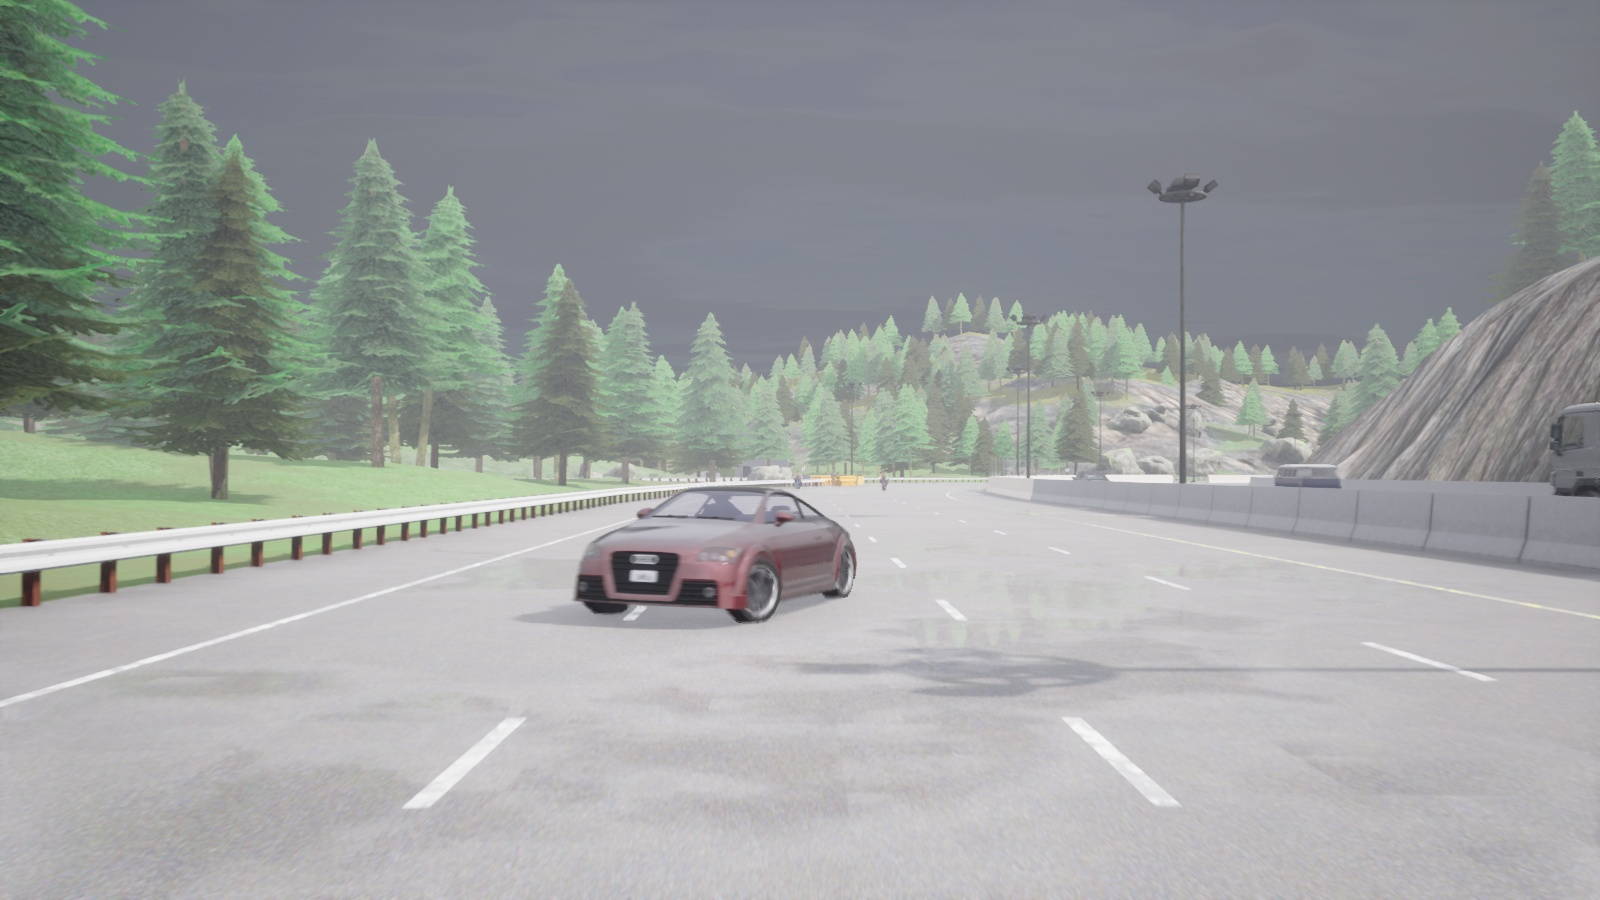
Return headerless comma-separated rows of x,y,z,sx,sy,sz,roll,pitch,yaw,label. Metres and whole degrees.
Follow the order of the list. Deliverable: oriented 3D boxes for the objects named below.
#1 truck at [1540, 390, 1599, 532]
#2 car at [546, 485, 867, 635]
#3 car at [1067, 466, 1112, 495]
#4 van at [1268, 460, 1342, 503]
20.925,0.235,29.042,2.891,3.462,7.936,0,-1,0,truck
-0.873,1.124,14.416,1.994,1.385,4.181,0,-1,23,car
18.130,1.919,78.774,2.097,1.767,4.553,0,-1,5,car
24.359,1.487,60.768,1.775,1.987,4.442,0,-1,0,van
